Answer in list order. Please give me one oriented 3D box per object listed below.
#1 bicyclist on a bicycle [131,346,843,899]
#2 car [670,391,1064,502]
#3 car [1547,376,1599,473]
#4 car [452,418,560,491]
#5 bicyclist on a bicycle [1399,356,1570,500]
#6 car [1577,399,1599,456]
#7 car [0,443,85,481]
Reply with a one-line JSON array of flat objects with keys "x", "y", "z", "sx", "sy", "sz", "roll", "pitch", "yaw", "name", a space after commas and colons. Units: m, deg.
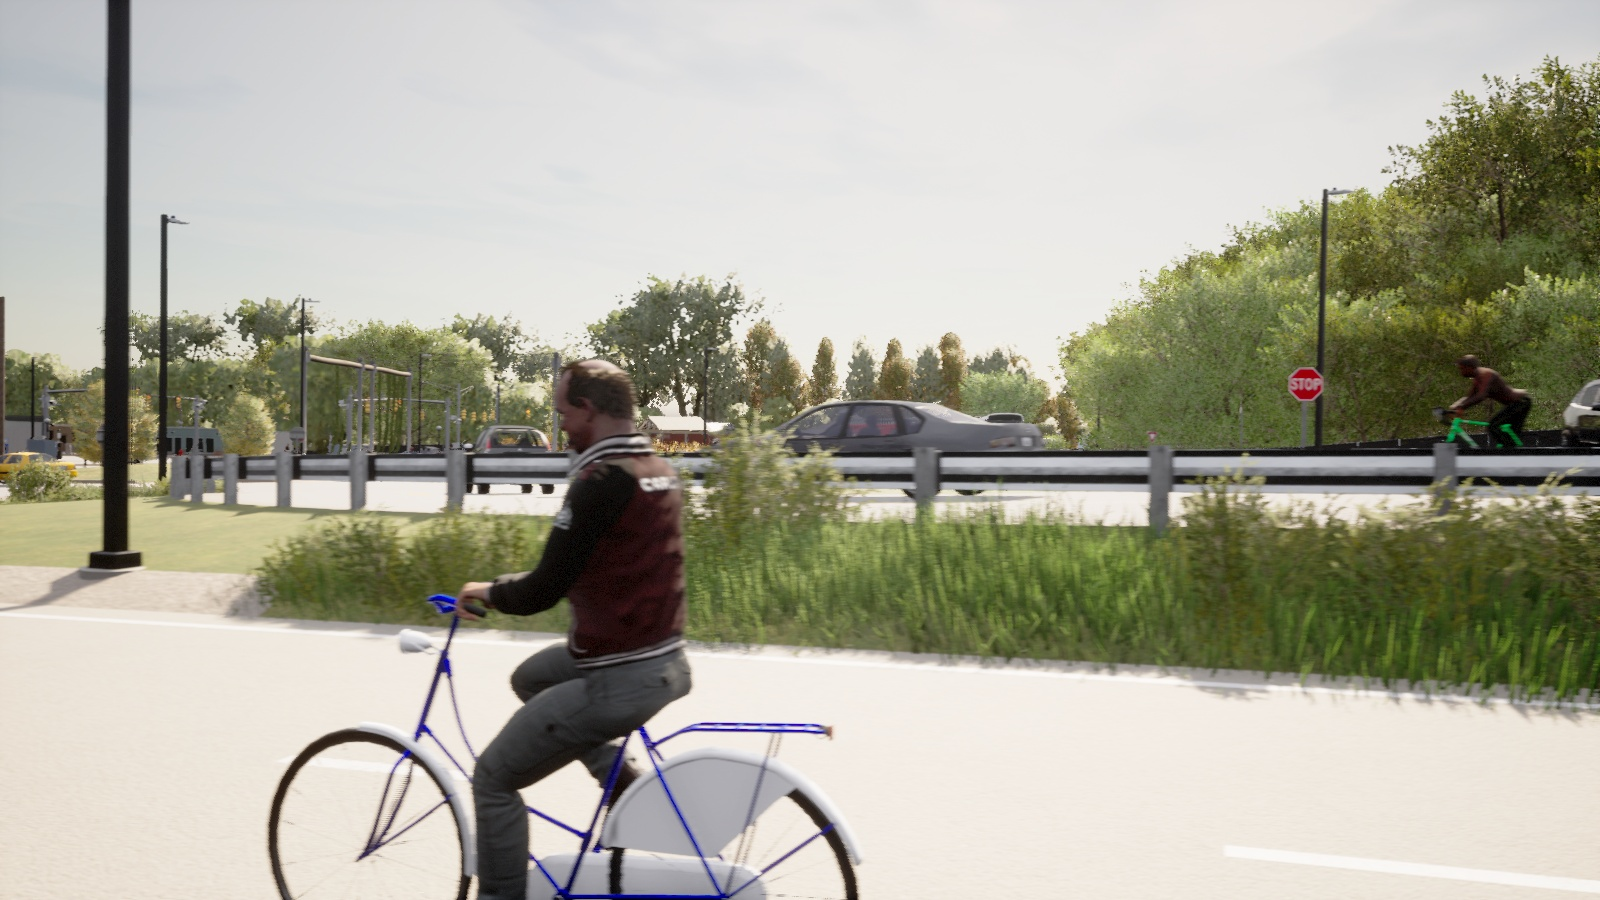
[{"x": -0.865, "y": 0.634, "z": 3.482, "sx": 1.843, "sy": 1.776, "sz": 0.659, "roll": 1, "pitch": 1, "yaw": 19, "name": "bicyclist on a bicycle"}, {"x": 0.879, "y": 0.008, "z": 18.174, "sx": 5.357, "sy": 1.411, "sz": 2.033, "roll": -1, "pitch": -1, "yaw": 32, "name": "car"}, {"x": 15.269, "y": -0.495, "z": 22.511, "sx": 2.242, "sy": 1.667, "sz": 4.611, "roll": -2, "pitch": 0, "yaw": 18, "name": "car"}, {"x": -7.074, "y": 0.150, "z": 29.953, "sx": 1.851, "sy": 1.617, "sz": 3.988, "roll": 1, "pitch": -2, "yaw": -22, "name": "car"}, {"x": 8.028, "y": -0.242, "z": 14.798, "sx": 1.656, "sy": 1.620, "sz": 0.582, "roll": -1, "pitch": 0, "yaw": 17, "name": "bicyclist on a bicycle"}, {"x": 23.851, "y": -0.688, "z": 33.515, "sx": 4.902, "sy": 1.511, "sz": 2.128, "roll": -2, "pitch": 0, "yaw": -3, "name": "car"}, {"x": -34.297, "y": 0.494, "z": 55.214, "sx": 5.366, "sy": 1.575, "sz": 1.801, "roll": 0, "pitch": 1, "yaw": 18, "name": "car"}]
